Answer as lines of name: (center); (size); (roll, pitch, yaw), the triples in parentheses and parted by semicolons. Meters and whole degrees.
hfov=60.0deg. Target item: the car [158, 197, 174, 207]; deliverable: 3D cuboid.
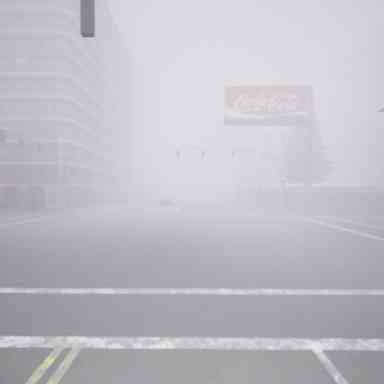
car: (-3.499, 1.315, 45.476); (1.895, 1.301, 4.718); (0, 0, 0)
